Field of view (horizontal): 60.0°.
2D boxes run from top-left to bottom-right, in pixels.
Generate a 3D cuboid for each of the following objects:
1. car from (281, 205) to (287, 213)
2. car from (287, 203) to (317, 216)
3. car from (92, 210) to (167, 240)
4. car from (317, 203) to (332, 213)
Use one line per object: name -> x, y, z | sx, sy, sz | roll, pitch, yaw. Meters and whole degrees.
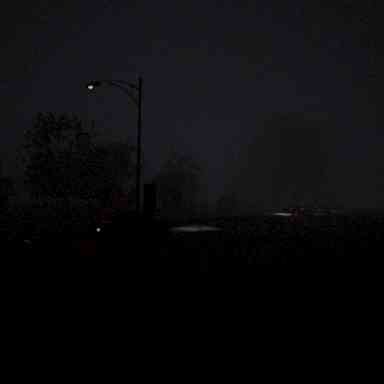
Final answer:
car -> 14.939, 2.406, 49.294 | 2.033, 1.411, 5.357 | 1, 0, 36
car -> 14.591, 2.353, 44.021 | 1.812, 1.442, 4.674 | 1, 0, 36
car -> -3.405, 1.779, 19.128 | 2.128, 1.511, 4.902 | 1, 0, 36
car -> 20.580, 2.490, 52.418 | 2.128, 1.511, 4.902 | 1, 0, 36
